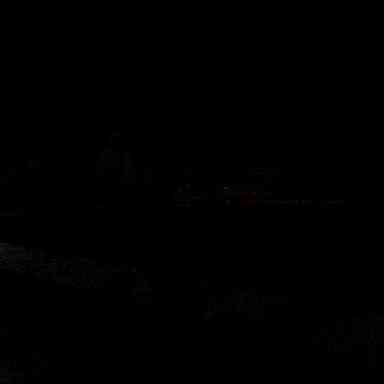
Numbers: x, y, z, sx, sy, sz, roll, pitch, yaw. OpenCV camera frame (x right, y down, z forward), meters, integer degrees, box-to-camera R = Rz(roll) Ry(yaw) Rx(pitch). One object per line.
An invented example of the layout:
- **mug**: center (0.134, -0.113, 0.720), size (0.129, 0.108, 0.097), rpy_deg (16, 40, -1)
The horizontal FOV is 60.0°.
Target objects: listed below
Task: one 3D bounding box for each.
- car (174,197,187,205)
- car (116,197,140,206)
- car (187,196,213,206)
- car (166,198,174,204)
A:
- **car**: center (-0.451, 1.547, 59.924), size (2.128, 1.511, 4.902), rpy_deg (0, 0, 37)
- **car**: center (-10.969, 1.594, 57.445), size (1.812, 1.442, 4.674), rpy_deg (0, 0, 37)
- **car**: center (1.882, 1.526, 57.195), size (1.882, 1.535, 5.008), rpy_deg (0, 0, 37)
- **car**: center (-2.637, 1.608, 62.839), size (2.033, 1.411, 5.357), rpy_deg (0, 0, 36)
